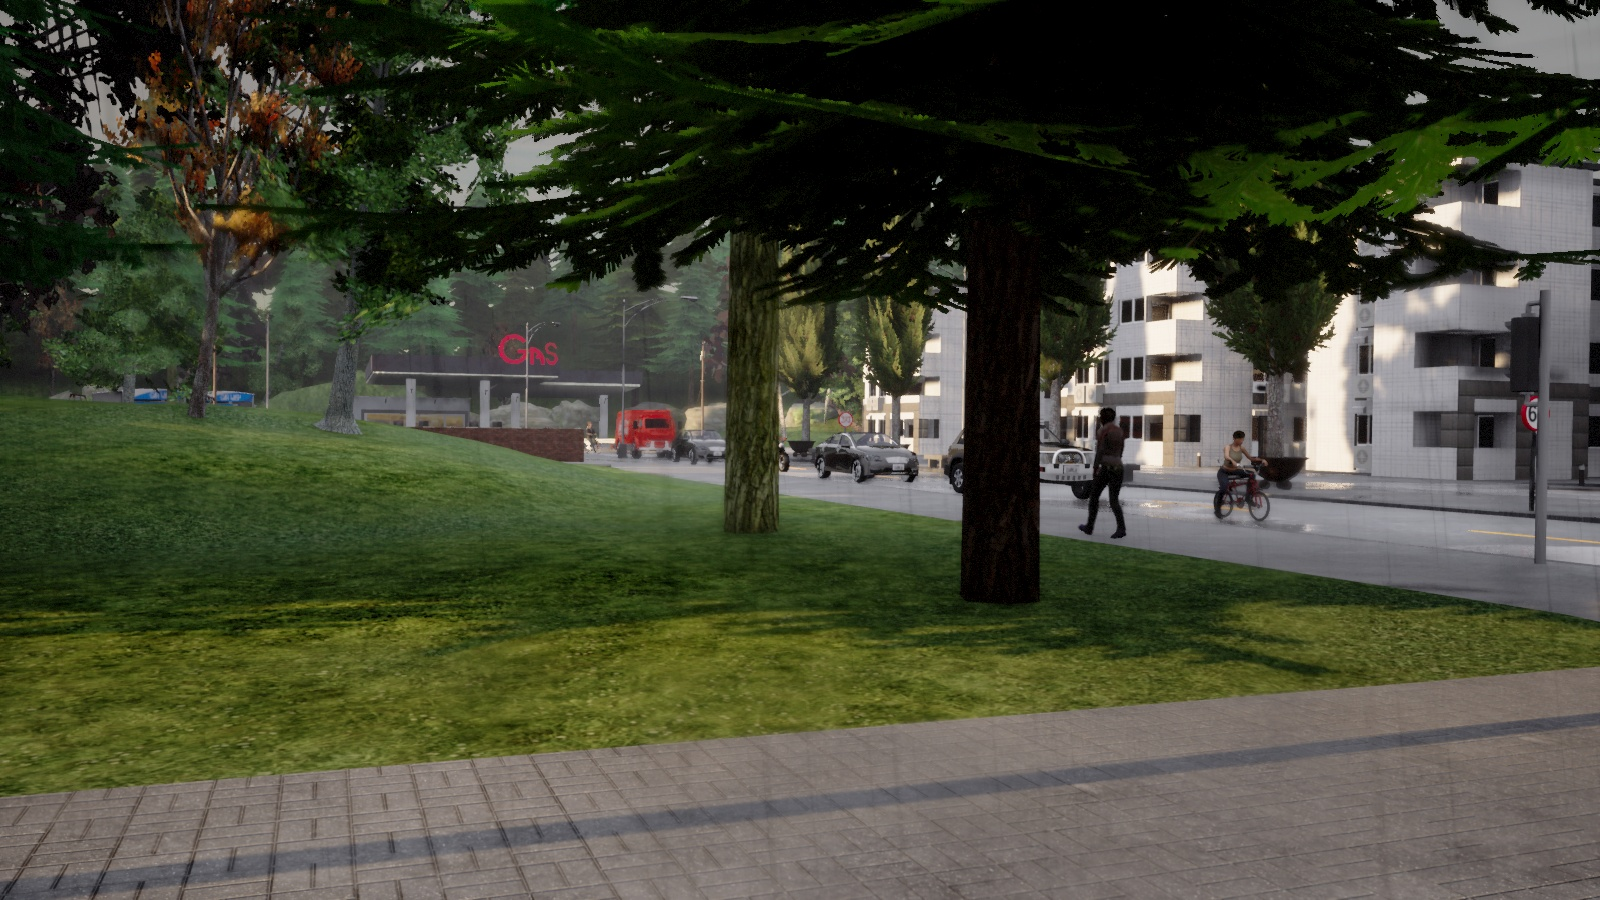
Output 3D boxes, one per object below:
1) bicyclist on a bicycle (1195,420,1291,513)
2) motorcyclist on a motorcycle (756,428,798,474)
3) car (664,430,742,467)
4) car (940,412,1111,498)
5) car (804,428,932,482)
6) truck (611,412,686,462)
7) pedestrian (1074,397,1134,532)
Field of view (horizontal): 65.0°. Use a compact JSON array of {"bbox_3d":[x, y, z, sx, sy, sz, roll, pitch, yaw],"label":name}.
[{"bbox_3d":[8.000,0.278,22.736,0.866,1.612,1.509,-1,1,-20],"label":"bicyclist on a bicycle"},{"bbox_3d":[-0.862,0.008,46.063,0.766,1.649,2.350,-1,1,-21],"label":"motorcyclist on a motorcycle"},{"bbox_3d":[-4.336,-0.097,55.233,2.128,1.511,4.902,-1,1,-21],"label":"car"},{"bbox_3d":[5.250,0.071,29.922,1.932,1.855,4.605,-1,1,-21],"label":"car"},{"bbox_3d":[1.986,0.106,38.546,2.128,1.511,4.902,-1,1,-21],"label":"car"},{"bbox_3d":[-7.839,-0.642,64.526,2.627,2.467,5.204,-1,0,-20],"label":"truck"},{"bbox_3d":[4.158,0.183,17.203,0.328,1.805,0.869,-1,1,-24],"label":"pedestrian"}]
